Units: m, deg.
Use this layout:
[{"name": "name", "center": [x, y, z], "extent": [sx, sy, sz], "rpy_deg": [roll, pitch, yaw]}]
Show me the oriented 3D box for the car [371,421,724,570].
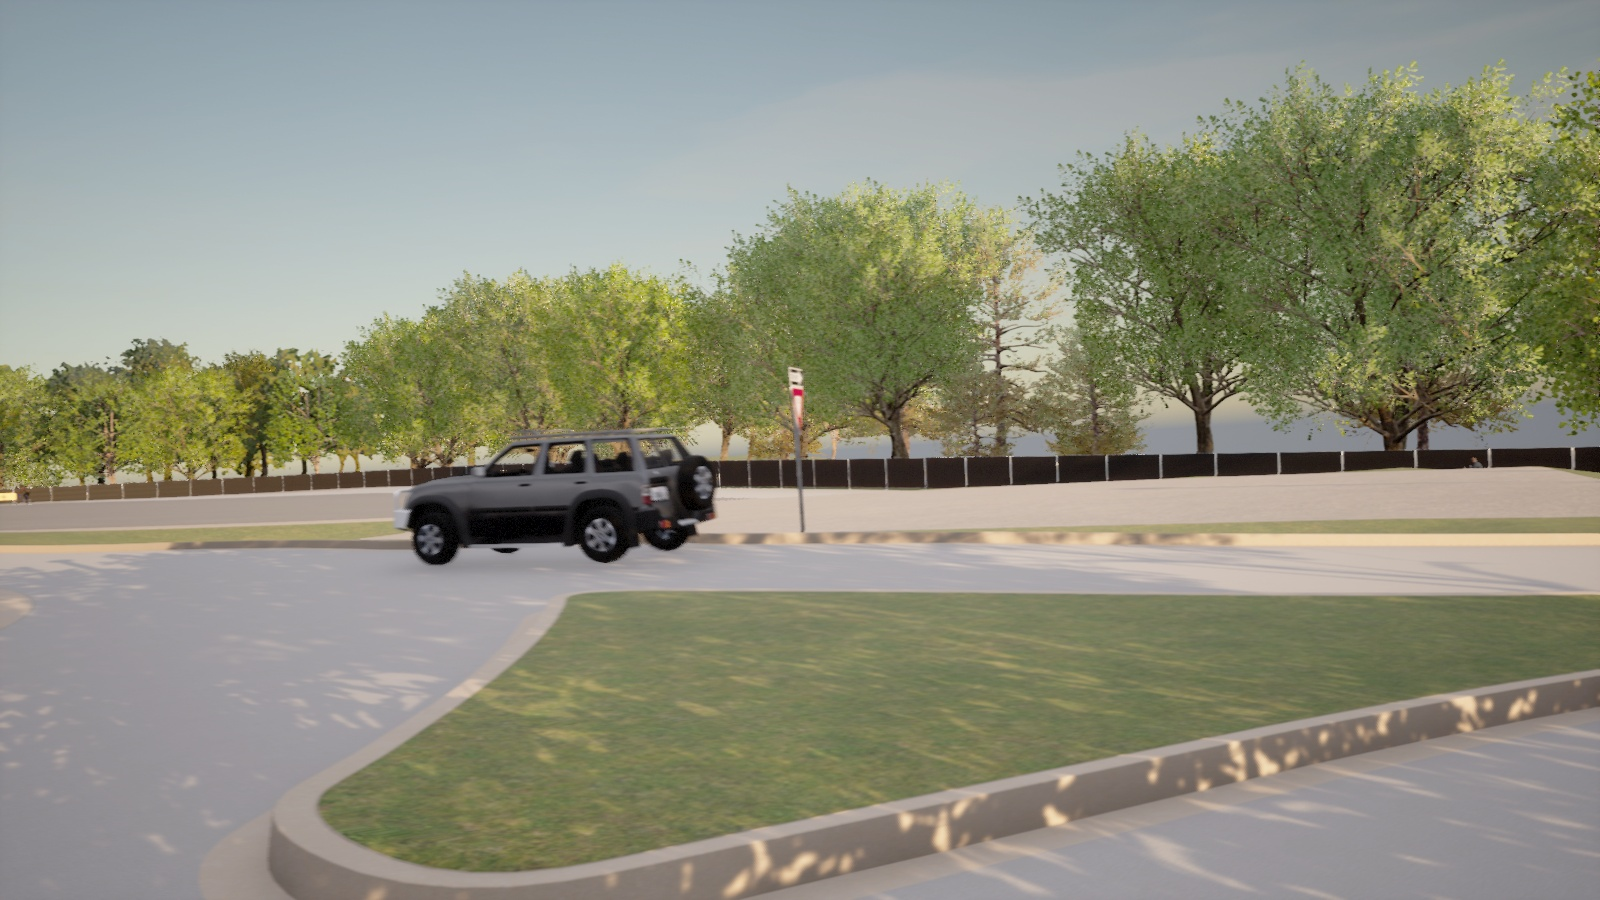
[{"name": "car", "center": [-3.634, 0.660, 18.066], "extent": [4.605, 1.855, 1.932], "rpy_deg": [-3, 1, 24]}]
